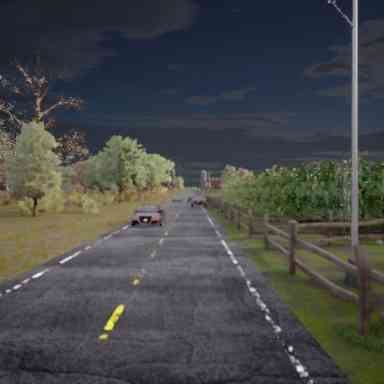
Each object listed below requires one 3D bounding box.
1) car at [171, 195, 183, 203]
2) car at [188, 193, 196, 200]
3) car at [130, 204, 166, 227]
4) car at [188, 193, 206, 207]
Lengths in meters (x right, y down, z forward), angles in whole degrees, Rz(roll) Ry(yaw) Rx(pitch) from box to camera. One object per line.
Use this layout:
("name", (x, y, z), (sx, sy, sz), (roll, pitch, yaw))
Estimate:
("car", (-2.755, 1.276, 62.647), (1.837, 1.490, 4.892), (0, 0, 1))
("car", (0.032, 1.048, 78.004), (1.837, 1.490, 4.892), (0, 0, 0))
("car", (-2.840, 1.501, 22.230), (1.994, 1.385, 4.181), (0, 0, 0))
("car", (0.919, 1.197, 46.921), (2.097, 1.767, 4.553), (0, 0, 1))
